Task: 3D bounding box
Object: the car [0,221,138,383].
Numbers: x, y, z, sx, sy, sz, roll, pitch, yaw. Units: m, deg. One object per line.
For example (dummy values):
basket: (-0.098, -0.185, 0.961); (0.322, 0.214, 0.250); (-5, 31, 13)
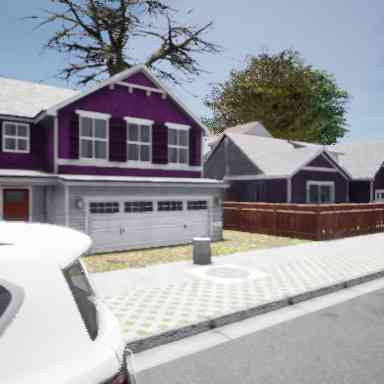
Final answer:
car: (-2.873, 1.218, 1.009); (5.566, 2.045, 2.150); (0, 0, -35)
